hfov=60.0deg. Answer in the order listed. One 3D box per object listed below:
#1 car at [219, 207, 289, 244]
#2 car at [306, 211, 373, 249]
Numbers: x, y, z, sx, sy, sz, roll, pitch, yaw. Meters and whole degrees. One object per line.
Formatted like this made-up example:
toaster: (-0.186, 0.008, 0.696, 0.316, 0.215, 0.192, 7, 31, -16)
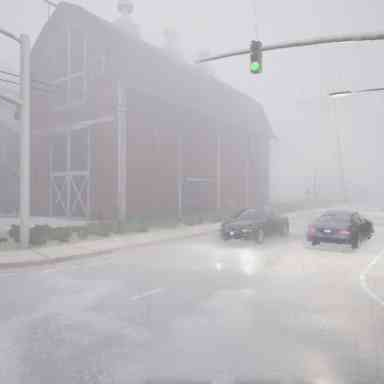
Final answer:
car: (3.120, 1.504, 16.038, 1.837, 1.490, 4.892, 0, 0, 36)
car: (6.724, 1.559, 14.862, 2.033, 1.411, 5.357, 0, 0, 36)
